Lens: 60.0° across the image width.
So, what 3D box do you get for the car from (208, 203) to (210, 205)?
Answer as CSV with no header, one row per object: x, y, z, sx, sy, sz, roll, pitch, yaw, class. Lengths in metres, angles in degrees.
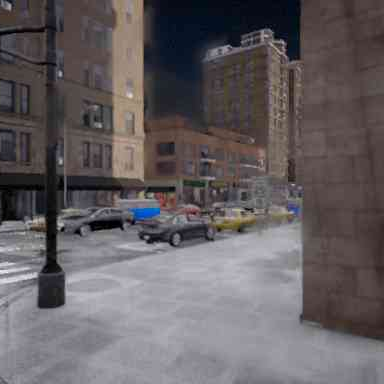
2.530,1.663,34.101,2.008,1.369,4.403,0,0,36,car

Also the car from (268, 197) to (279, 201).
9.198,1.667,43.270,1.947,1.339,4.313,0,0,36,car

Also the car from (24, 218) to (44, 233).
-7.576,1.640,20.207,1.752,1.417,4.829,0,0,36,car

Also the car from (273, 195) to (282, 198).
12.532,1.410,47.855,2.192,1.841,5.009,0,0,36,car

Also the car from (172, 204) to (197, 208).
-0.806,1.697,29.515,1.802,1.307,4.206,0,0,36,car

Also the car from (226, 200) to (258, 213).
5.864,1.672,38.685,1.947,1.339,4.313,0,0,36,car

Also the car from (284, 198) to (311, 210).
14.833,1.613,46.482,2.128,1.511,4.902,0,0,36,car

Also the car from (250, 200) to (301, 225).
6.197,1.596,24.650,1.752,1.417,4.829,0,0,36,car

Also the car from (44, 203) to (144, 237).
-5.360,1.593,18.888,2.128,1.511,4.902,0,0,36,car

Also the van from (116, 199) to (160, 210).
-4.142,1.457,24.931,1.690,1.788,3.998,0,0,36,van

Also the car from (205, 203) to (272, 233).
2.863,1.596,20.065,1.752,1.417,4.829,0,0,36,car

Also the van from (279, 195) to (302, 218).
9.432,1.408,29.098,1.690,1.788,3.998,0,0,36,van

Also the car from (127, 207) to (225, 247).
-0.571,1.621,15.345,2.008,1.369,4.403,0,0,36,car

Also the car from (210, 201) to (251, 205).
4.189,1.590,32.010,2.128,1.511,4.902,0,0,36,car

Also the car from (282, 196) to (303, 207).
15.867,1.530,52.440,1.967,1.590,4.097,0,0,36,car
